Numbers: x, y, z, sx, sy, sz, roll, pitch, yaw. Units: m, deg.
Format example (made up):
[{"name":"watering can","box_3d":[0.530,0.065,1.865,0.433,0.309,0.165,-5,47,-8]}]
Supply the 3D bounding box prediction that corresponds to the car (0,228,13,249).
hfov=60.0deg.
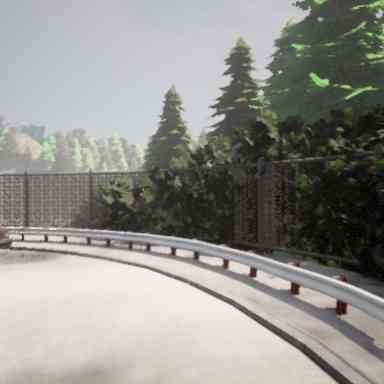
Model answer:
[{"name":"car","box_3d":[-9.153,1.578,11.596,5.357,1.411,2.033,0,0,8]}]
